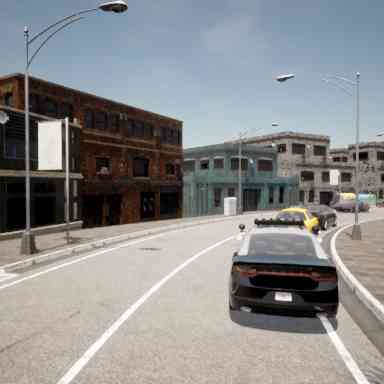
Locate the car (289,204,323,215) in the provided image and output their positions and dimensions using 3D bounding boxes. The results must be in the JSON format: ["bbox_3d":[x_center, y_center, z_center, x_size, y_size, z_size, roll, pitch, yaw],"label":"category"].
[{"bbox_3d":[5.186,1.471,16.560,1.801,1.575,5.366,1,0,26],"label":"car"}]

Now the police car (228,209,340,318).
[{"bbox_3d":[2.003,1.428,7.706,1.930,1.638,5.238,0,0,13],"label":"police car"}]

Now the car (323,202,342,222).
[{"bbox_3d":[7.923,1.536,21.234,1.837,1.490,4.892,1,0,34],"label":"car"}]

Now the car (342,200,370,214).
[{"bbox_3d":[17.629,1.606,36.920,5.357,1.411,2.033,0,1,-36],"label":"car"}]
